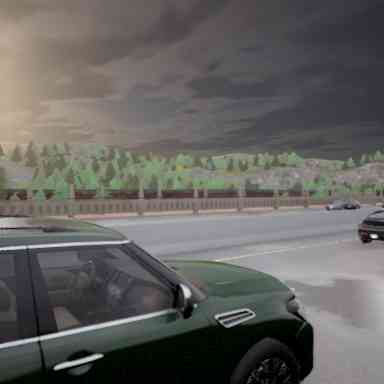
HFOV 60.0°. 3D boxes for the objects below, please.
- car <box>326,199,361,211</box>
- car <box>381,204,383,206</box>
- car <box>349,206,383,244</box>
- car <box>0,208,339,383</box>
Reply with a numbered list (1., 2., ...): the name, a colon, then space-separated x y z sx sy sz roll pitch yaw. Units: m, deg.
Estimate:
1. car: 17.235 1.507 37.744 4.902 1.511 2.128 0 0 -35
2. car: 23.286 1.522 37.743 4.892 1.490 1.837 0 0 -35
3. car: 9.207 1.510 14.621 4.892 1.490 1.837 0 0 -36
4. car: -1.363 1.221 2.775 5.566 2.045 2.150 0 0 -35
